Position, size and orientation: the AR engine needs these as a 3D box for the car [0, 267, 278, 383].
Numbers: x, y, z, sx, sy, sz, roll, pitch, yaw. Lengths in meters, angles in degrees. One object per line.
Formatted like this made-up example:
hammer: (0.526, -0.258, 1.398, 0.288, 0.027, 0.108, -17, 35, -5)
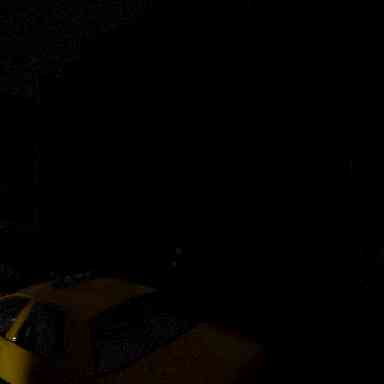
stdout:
car: (-1.496, 1.574, 3.887, 4.829, 1.417, 1.752, -1, 0, 36)
